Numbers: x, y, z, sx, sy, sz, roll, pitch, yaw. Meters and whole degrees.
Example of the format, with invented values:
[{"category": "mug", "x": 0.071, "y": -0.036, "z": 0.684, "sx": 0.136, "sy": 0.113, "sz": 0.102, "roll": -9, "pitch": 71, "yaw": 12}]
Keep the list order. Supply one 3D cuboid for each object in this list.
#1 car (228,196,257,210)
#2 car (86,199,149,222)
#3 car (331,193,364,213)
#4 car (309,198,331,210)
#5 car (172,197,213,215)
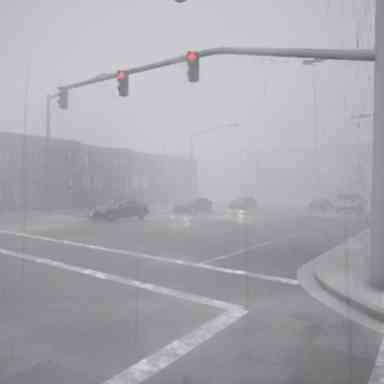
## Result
[{"category": "car", "x": 6.083, "y": 1.265, "z": 39.346, "sx": 1.837, "sy": 1.490, "sz": 4.892, "roll": 1, "pitch": 1, "yaw": 36}, {"category": "car", "x": -5.178, "y": 1.236, "z": 23.703, "sx": 2.128, "sy": 1.511, "sz": 4.902, "roll": 1, "pitch": 1, "yaw": 36}, {"category": "car", "x": 17.499, "y": 1.168, "z": 36.929, "sx": 2.150, "sy": 2.045, "sz": 5.566, "roll": 1, "pitch": 1, "yaw": 36}, {"category": "car", "x": 15.677, "y": 1.449, "z": 40.430, "sx": 1.994, "sy": 1.385, "sz": 4.181, "roll": 1, "pitch": 1, "yaw": 35}, {"category": "car", "x": 0.156, "y": 1.256, "z": 31.123, "sx": 1.837, "sy": 1.490, "sz": 4.892, "roll": 1, "pitch": 1, "yaw": 36}]
